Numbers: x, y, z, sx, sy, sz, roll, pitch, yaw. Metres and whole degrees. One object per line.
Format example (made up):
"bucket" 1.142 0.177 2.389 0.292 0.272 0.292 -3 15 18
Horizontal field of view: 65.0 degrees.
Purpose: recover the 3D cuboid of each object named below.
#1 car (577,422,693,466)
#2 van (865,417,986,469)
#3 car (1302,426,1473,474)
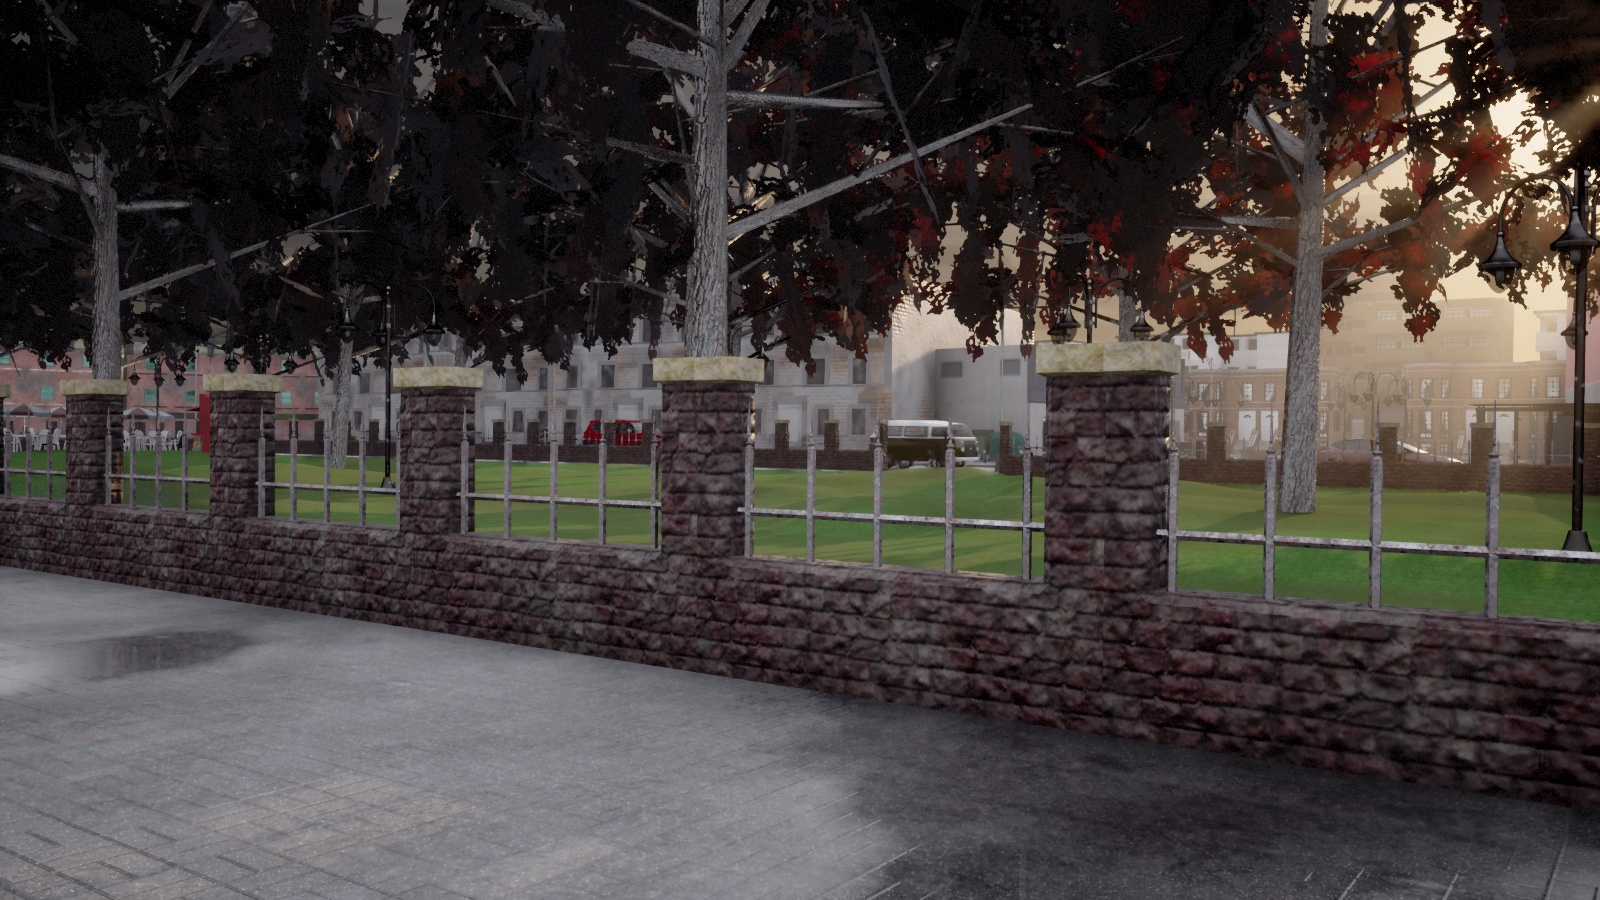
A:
"car" -8.016 -0.305 60.622 5.566 2.045 2.150 0 1 35
"van" 5.093 -0.292 51.311 4.480 2.038 2.069 0 1 35
"car" 19.258 -0.007 41.238 4.792 1.488 2.163 0 1 35
